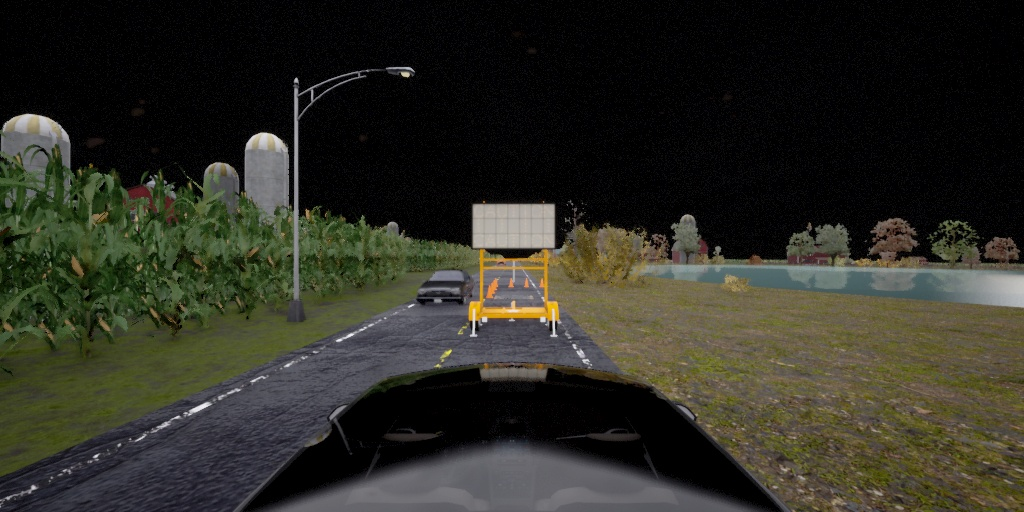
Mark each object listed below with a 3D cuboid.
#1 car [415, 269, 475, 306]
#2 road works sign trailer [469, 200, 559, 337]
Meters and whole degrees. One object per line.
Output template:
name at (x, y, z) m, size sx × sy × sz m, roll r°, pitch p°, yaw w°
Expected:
car at (-2.770, 1.306, 16.120) m, size 2.033 × 1.411 × 5.357 m, roll 0°, pitch 0°, yaw 0°
road works sign trailer at (0.051, 0.217, 10.295) m, size 2.380 × 3.560 × 2.880 m, roll 0°, pitch 0°, yaw 0°
